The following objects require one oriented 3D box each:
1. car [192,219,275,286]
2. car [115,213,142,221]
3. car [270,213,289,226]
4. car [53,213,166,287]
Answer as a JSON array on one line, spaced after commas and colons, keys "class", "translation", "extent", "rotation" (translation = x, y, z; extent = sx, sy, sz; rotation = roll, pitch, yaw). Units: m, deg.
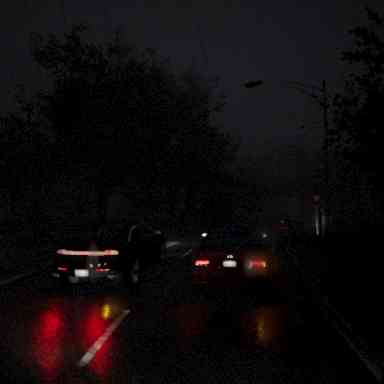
[{"class": "car", "translation": [1.194, 1.594, 9.602], "extent": [2.033, 1.411, 5.357], "rotation": [-1, 0, 9]}, {"class": "car", "translation": [-12.264, 4.845, 64.272], "extent": [5.008, 1.535, 1.882], "rotation": [1, -4, -8]}, {"class": "car", "translation": [10.640, 3.303, 40.428], "extent": [1.837, 1.490, 4.892], "rotation": [1, -4, 8]}, {"class": "car", "translation": [-2.049, 1.567, 9.630], "extent": [2.128, 1.511, 4.902], "rotation": [-1, -1, 8]}]
